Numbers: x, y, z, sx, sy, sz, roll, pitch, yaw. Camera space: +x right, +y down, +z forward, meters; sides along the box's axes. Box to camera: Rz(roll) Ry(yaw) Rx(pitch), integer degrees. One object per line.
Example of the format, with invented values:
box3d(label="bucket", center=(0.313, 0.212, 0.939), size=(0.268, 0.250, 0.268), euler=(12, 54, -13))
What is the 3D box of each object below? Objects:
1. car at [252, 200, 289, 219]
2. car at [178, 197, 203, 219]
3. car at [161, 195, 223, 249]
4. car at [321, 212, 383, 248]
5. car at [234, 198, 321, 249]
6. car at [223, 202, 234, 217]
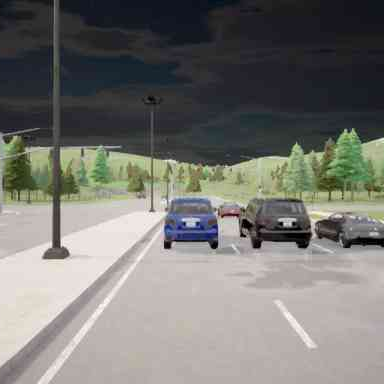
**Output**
box3d(label="car", center=(6.848, 1.494, 29.710), size=(2.128, 1.511, 4.902), euler=(0, 0, 0))
box3d(label="car", center=(-0.152, 1.365, 29.634), size=(2.097, 1.767, 4.553), euler=(0, 0, 0))
box3d(label="car", center=(-0.054, 1.257, 14.695), size=(2.150, 2.045, 5.566), euler=(0, 0, 0))
box3d(label="car", center=(6.946, 1.571, 14.710), size=(1.994, 1.385, 4.181), euler=(0, 0, 0))
box3d(label="car", center=(3.446, 1.257, 14.717), size=(2.150, 2.045, 5.566), euler=(0, 0, 0))
box3d(label="car", center=(3.348, 1.571, 29.687), size=(1.994, 1.385, 4.181), euler=(0, 0, 0))
